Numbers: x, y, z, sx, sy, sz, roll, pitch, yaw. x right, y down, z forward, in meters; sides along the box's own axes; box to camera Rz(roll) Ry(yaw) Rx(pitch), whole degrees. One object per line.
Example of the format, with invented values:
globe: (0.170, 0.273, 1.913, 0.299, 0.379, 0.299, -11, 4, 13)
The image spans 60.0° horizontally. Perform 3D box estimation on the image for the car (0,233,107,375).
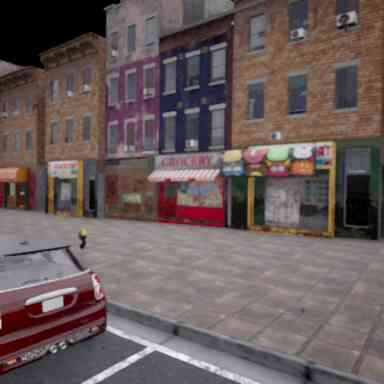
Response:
car: (-3.258, 1.358, 5.182, 4.097, 1.590, 1.967, 1, 1, 36)
